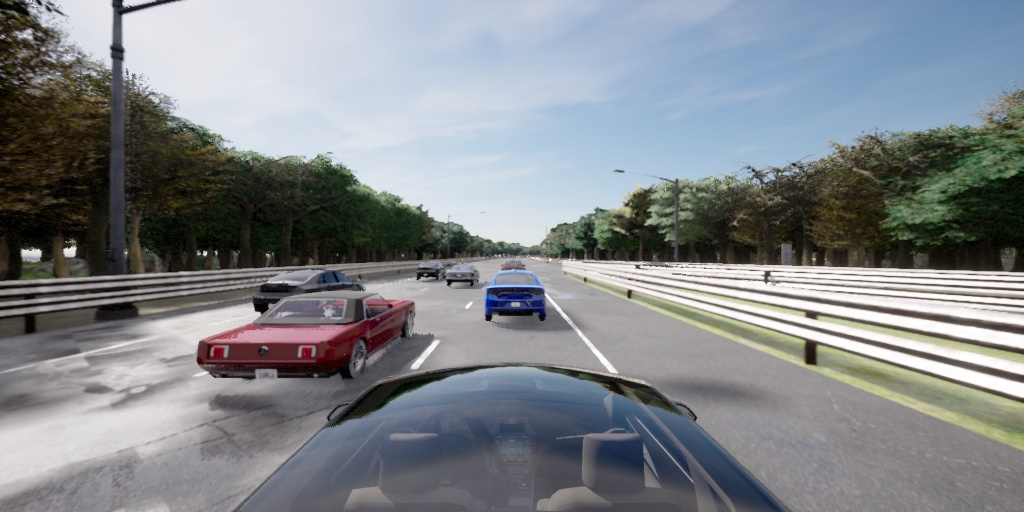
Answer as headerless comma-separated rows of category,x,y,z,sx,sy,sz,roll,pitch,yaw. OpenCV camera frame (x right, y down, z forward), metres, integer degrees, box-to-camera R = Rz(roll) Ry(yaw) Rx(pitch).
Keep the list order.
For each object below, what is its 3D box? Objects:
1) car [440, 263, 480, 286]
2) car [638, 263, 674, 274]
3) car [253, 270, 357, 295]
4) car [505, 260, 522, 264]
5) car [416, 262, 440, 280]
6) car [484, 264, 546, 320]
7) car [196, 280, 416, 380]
car,-3.389,1.298,25.383,2.033,1.411,5.357,0,0,0
car,13.022,1.363,33.559,1.837,1.490,4.892,0,0,-14
car,-6.901,1.235,12.817,1.837,1.490,4.892,0,-1,0
car,0.114,1.103,30.701,2.097,1.767,4.553,0,0,0
car,-6.887,1.256,30.985,1.837,1.490,4.892,0,0,0
car,0.105,1.227,12.676,1.882,1.535,5.008,0,0,0
car,-3.390,1.350,7.188,1.895,1.301,4.718,0,0,0
